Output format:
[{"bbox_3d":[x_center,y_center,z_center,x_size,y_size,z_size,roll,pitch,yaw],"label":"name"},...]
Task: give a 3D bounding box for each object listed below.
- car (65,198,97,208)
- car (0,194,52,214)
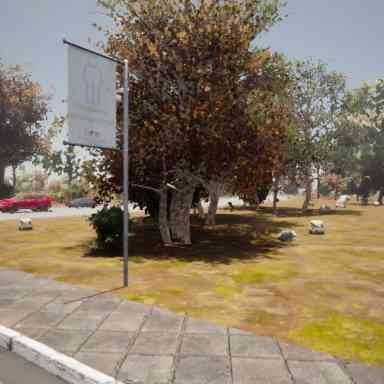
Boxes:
[{"bbox_3d":[-15.295,1.535,45.972,1.994,1.385,4.181,0,0,38],"label":"car"},{"bbox_3d":[-18.296,1.213,36.531,2.150,2.045,5.566,0,0,38],"label":"car"}]
